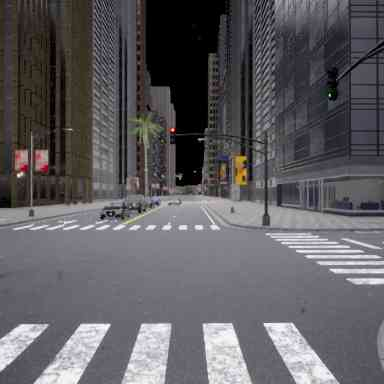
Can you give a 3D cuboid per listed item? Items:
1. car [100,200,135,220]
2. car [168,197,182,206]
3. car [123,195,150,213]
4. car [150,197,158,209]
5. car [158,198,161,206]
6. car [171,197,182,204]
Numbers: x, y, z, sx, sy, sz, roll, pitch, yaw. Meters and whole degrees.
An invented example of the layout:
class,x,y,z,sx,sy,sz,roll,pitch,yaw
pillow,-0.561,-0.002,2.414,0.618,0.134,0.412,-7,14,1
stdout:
class,x,y,z,sx,sy,sz,roll,pitch,yaw
car,-6.631,1.628,29.128,1.994,1.385,4.181,0,0,0
car,-3.218,1.782,59.798,1.895,1.301,4.718,0,0,0
car,-6.642,1.314,38.452,2.150,2.045,5.566,0,0,0
car,-6.645,1.483,48.380,2.097,1.767,4.553,0,0,0
car,-6.613,1.653,58.520,1.882,1.535,5.008,0,0,0
car,-3.228,1.789,69.693,1.994,1.385,4.181,0,0,0
